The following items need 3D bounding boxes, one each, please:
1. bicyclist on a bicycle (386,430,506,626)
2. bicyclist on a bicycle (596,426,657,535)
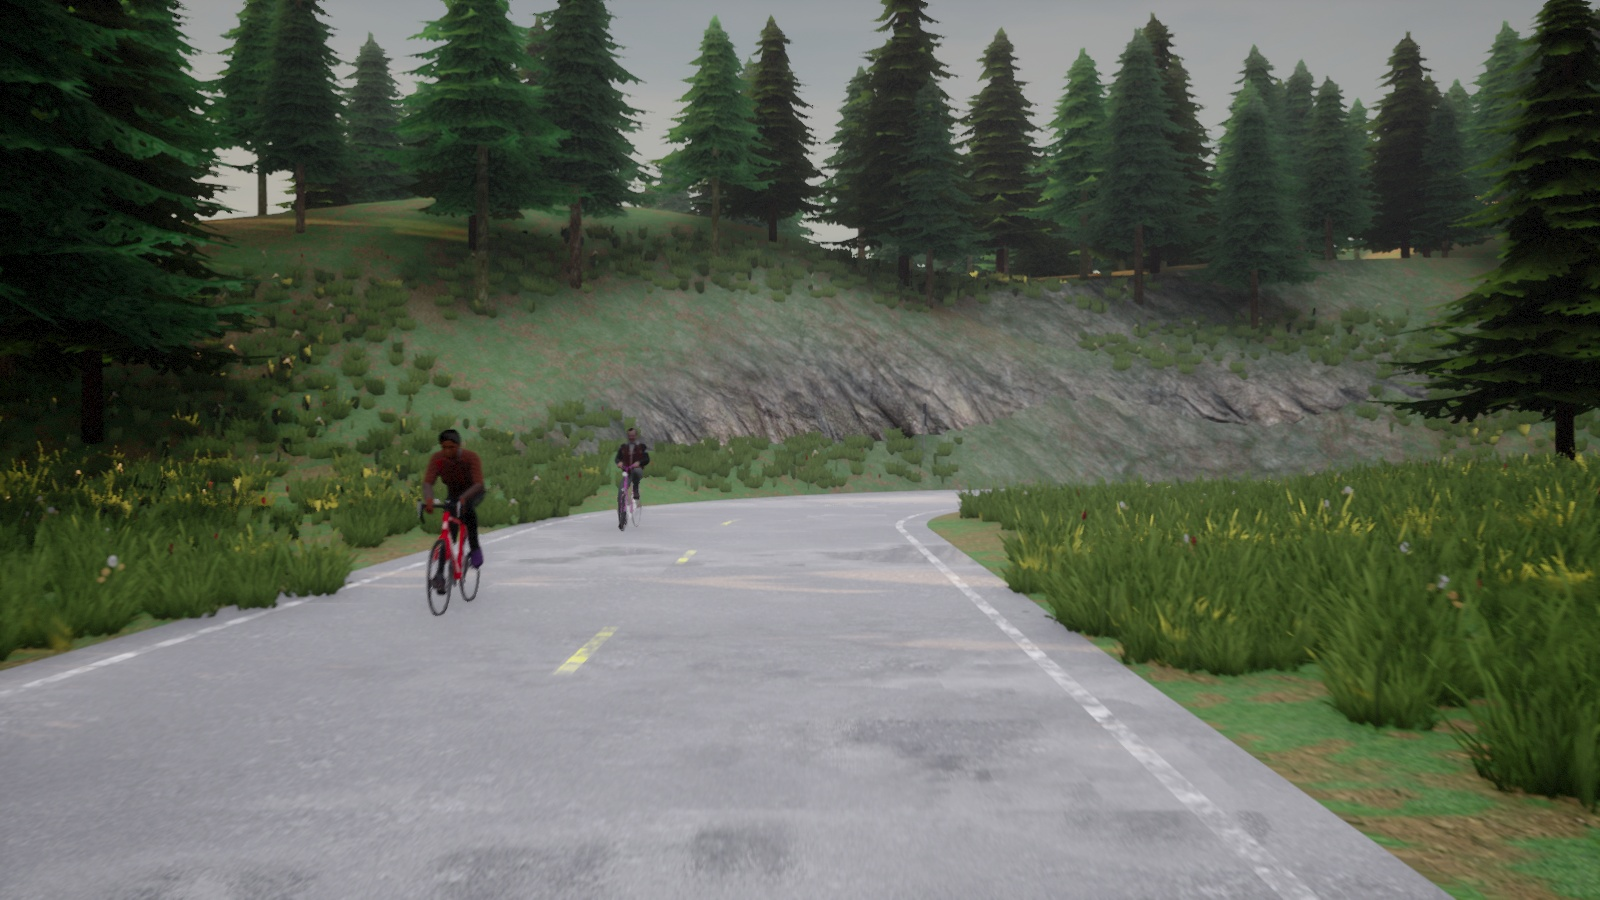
[{"bbox_3d":[-3.115,0.634,11.185,0.582,1.620,1.656,0,1,0],"label":"bicyclist on a bicycle"},{"bbox_3d":[-2.924,0.494,21.330,0.659,1.776,1.843,0,0,4],"label":"bicyclist on a bicycle"}]
